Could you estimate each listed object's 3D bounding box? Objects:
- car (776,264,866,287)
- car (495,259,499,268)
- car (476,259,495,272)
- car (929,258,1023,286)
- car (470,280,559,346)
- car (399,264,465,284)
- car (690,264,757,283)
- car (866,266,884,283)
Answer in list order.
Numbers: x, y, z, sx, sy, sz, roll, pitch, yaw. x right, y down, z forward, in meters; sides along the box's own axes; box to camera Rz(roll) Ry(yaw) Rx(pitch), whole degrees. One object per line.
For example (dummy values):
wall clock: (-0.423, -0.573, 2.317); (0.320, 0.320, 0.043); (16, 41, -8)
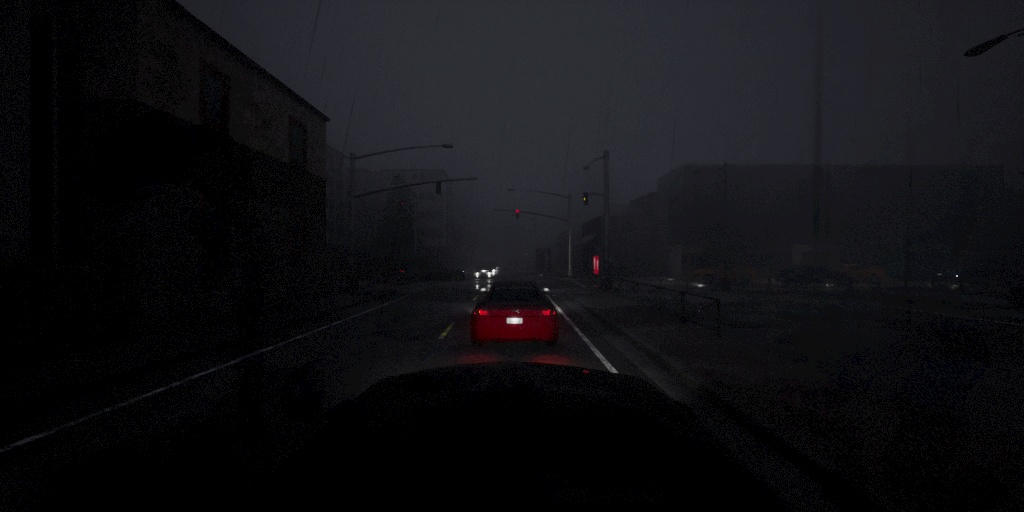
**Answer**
car: (21.854, 1.418, 25.820); (4.902, 1.511, 2.128); (0, 0, 0)
car: (-3.515, 1.351, 56.365); (1.895, 1.301, 4.718); (0, 0, 0)
car: (-3.539, 1.276, 46.332); (1.812, 1.442, 4.674); (0, 0, 0)
car: (38.047, 1.148, 29.516); (5.566, 2.045, 2.150); (0, 0, 0)
car: (0.073, 1.314, 9.461); (1.994, 1.385, 4.181); (0, 0, 1)
car: (-6.108, 1.343, 27.572); (4.902, 1.511, 2.128); (0, -1, -23)
car: (17.332, 1.404, 29.515); (5.008, 1.535, 1.882); (0, 0, 0)
car: (27.558, 1.404, 29.524); (5.008, 1.535, 1.882); (0, 0, 0)
